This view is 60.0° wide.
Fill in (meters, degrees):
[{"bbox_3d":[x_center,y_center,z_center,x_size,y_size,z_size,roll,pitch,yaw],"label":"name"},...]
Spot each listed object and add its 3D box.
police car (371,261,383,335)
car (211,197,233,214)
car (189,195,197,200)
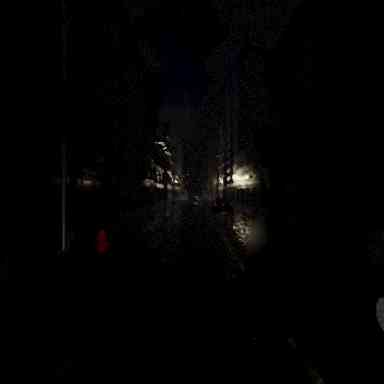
[{"bbox_3d":[3.902,1.434,3.636,1.930,1.638,5.238,0,0,0],"label":"police car"},{"bbox_3d":[3.162,1.360,35.602,2.097,1.767,4.553,0,0,0],"label":"car"},{"bbox_3d":[0.211,1.482,90.396,1.837,1.490,4.892,0,0,0],"label":"car"}]
